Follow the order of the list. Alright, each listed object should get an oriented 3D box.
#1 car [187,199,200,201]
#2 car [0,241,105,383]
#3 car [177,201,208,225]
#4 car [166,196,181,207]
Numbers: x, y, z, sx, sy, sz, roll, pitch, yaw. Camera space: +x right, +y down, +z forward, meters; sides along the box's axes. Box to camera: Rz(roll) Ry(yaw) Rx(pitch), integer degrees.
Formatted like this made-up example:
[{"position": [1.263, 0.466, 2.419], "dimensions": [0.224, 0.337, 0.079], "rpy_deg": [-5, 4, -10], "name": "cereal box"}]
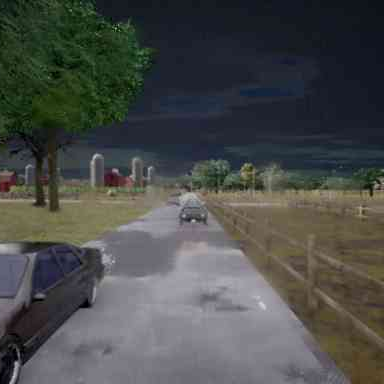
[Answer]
[{"position": [0.095, 1.496, 39.945], "dimensions": [1.994, 1.385, 4.181], "rpy_deg": [0, 0, 0], "name": "car"}, {"position": [-2.847, 1.544, 5.204], "dimensions": [2.033, 1.411, 5.357], "rpy_deg": [0, 0, 0], "name": "car"}, {"position": [0.100, 1.572, 23.675], "dimensions": [1.895, 1.301, 4.718], "rpy_deg": [0, 0, 0], "name": "car"}, {"position": [-2.768, 1.411, 49.844], "dimensions": [1.837, 1.490, 4.892], "rpy_deg": [0, 0, 0], "name": "car"}]
